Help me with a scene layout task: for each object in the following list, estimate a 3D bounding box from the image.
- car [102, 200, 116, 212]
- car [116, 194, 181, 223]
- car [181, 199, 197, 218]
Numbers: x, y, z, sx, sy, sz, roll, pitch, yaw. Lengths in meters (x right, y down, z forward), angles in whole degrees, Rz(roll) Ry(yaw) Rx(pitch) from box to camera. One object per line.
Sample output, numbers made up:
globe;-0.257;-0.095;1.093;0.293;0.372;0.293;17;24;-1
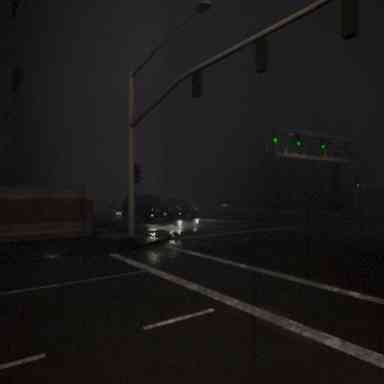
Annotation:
car;-8.813;1.575;39.036;1.895;1.301;4.718;0;0;-36
car;-3.508;1.201;25.700;2.150;2.045;5.566;0;0;-36
car;-1.511;1.326;28.918;2.097;1.767;4.553;0;0;-36
